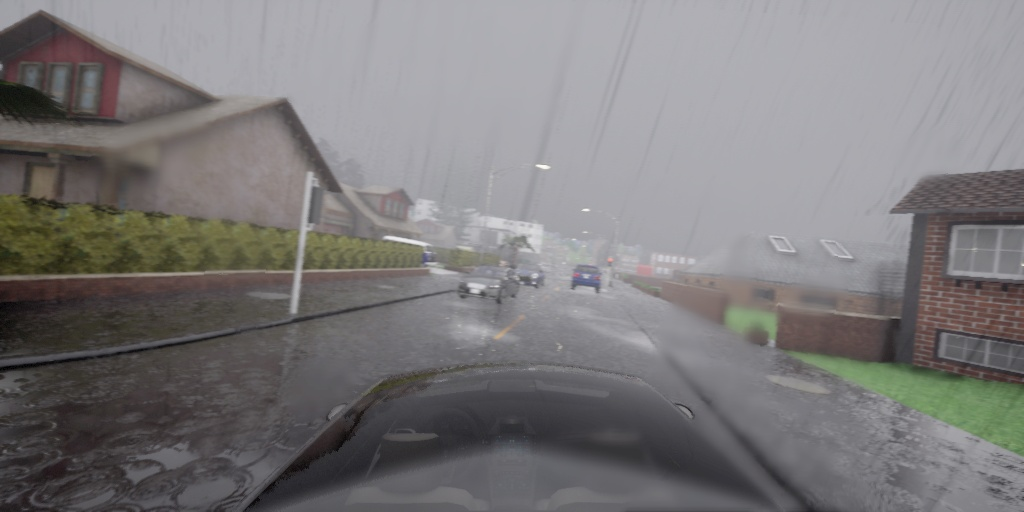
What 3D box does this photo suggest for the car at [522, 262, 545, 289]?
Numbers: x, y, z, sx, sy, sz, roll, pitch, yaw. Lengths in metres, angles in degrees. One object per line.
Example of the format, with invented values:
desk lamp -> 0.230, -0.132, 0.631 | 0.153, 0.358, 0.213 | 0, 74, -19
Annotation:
car -> 1.158, 1.269, 25.999 | 2.097, 1.767, 4.553 | 7, 0, 12

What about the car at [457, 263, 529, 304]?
car -> -0.888, 1.146, 16.110 | 2.128, 1.511, 4.902 | 7, 0, 12

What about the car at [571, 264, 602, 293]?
car -> 6.065, 1.745, 29.207 | 2.150, 2.045, 5.566 | 7, 0, 12
